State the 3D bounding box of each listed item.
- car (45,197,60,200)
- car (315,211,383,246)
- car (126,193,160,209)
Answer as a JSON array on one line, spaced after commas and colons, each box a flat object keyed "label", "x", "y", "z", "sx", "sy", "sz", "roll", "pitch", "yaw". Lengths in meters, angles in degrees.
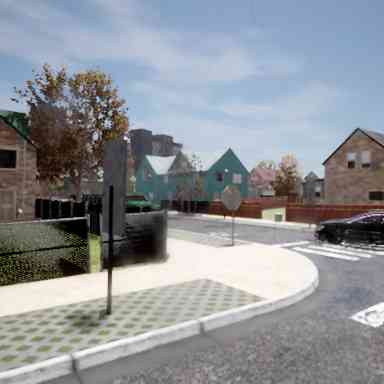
[{"label": "car", "x": -18.667, "y": 1.343, "z": 44.365, "sx": 2.033, "sy": 1.411, "sz": 5.357, "roll": 2, "pitch": -1, "yaw": -36}, {"label": "car", "x": 7.590, "y": 1.523, "z": 13.498, "sx": 4.902, "sy": 1.511, "sz": 2.128, "roll": 0, "pitch": 1, "yaw": 36}, {"label": "car", "x": -4.531, "y": 1.103, "z": 25.280, "sx": 2.150, "sy": 2.045, "sz": 5.566, "roll": 2, "pitch": -1, "yaw": -37}]
